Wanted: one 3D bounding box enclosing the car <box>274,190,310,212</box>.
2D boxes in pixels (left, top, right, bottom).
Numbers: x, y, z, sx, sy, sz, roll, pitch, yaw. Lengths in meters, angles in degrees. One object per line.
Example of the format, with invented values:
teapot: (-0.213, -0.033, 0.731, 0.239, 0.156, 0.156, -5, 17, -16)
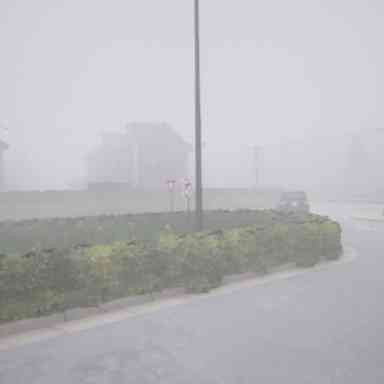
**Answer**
car: (7.422, 0.897, 24.734, 2.150, 2.045, 5.566, -1, 1, 13)
